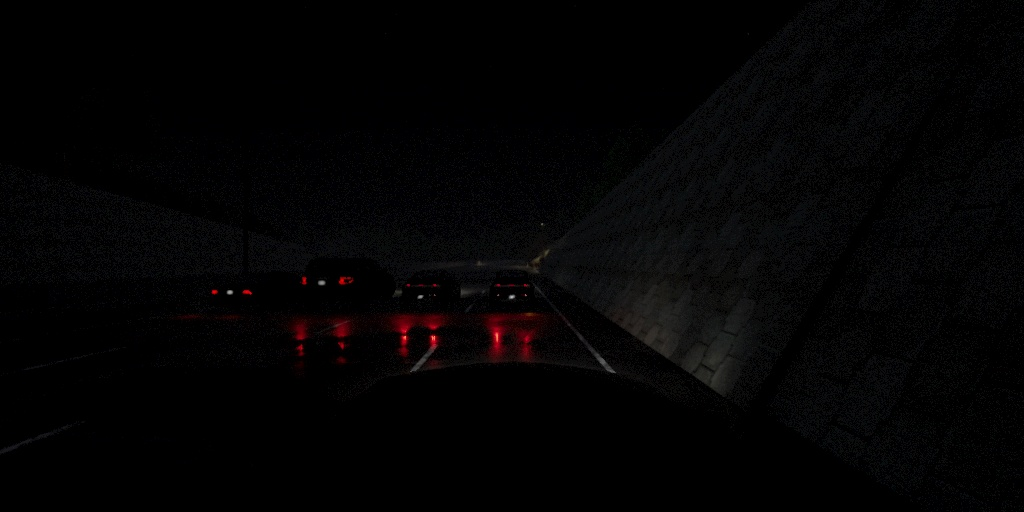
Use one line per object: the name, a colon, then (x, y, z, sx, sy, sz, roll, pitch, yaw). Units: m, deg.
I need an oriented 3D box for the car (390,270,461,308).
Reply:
car: (-3.500, 1.379, 16.163, 2.128, 1.511, 4.902, 0, 0, 0)

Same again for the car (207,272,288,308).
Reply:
car: (-10.503, 1.431, 15.858, 2.033, 1.411, 5.357, 0, -1, 0)

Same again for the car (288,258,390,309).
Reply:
car: (-7.003, 1.100, 15.879, 2.150, 2.045, 5.566, 0, 0, 0)

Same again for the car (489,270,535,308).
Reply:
car: (0.001, 1.379, 16.170, 2.128, 1.511, 4.902, 0, 0, 0)
